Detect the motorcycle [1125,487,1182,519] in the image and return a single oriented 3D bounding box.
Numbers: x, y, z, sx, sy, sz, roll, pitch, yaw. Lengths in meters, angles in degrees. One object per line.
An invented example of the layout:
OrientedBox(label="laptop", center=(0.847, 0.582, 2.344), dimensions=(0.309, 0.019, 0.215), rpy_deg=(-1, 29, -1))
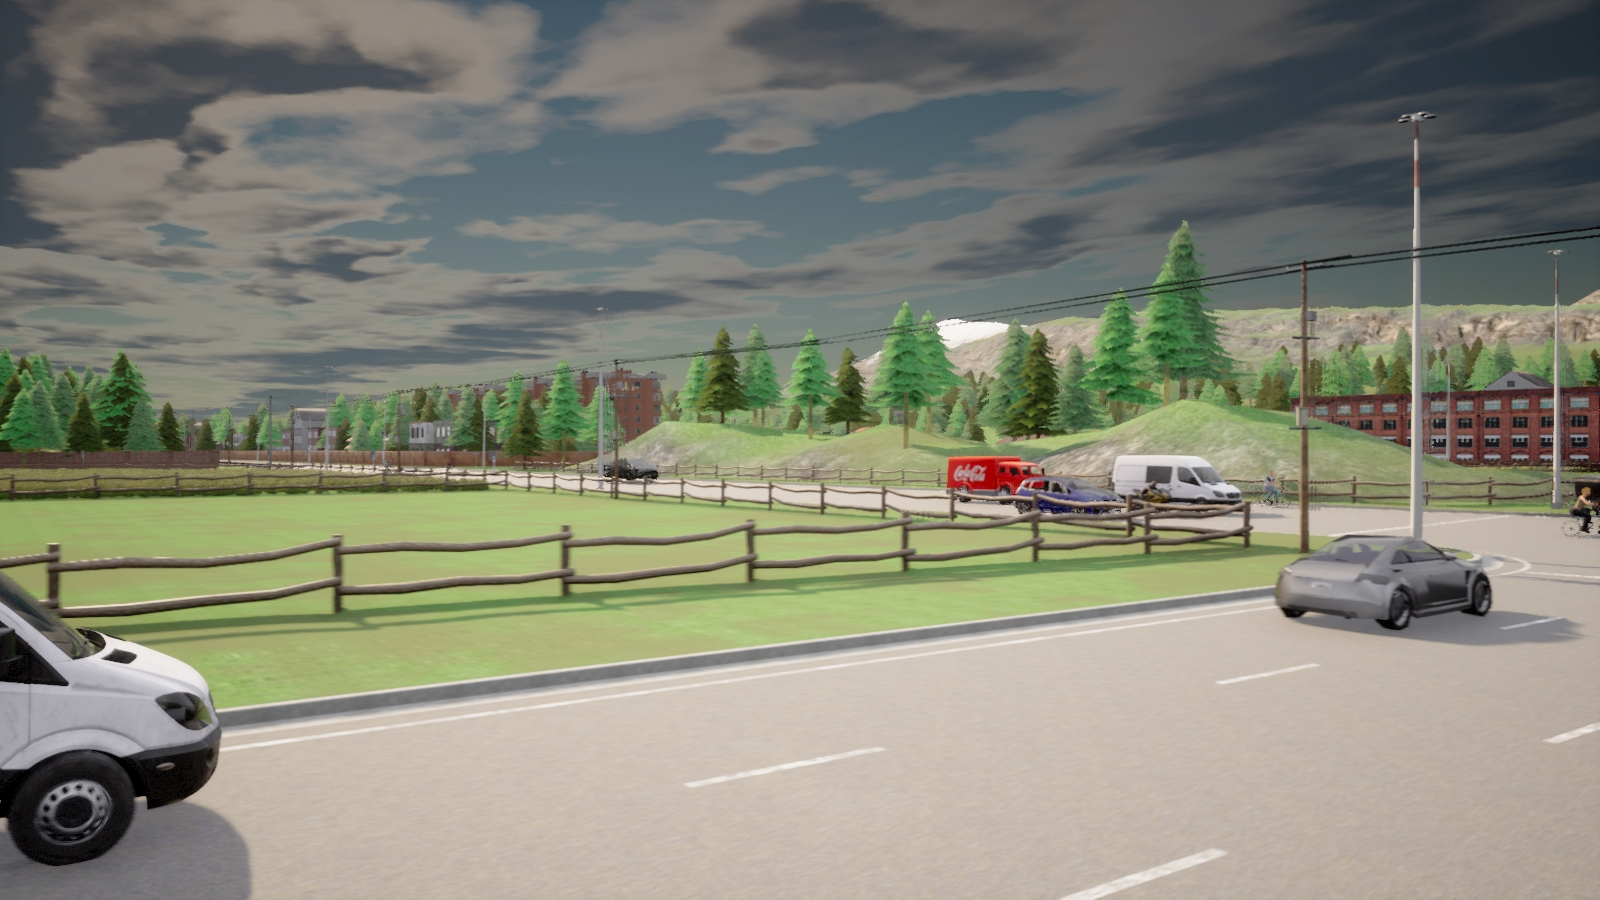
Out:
OrientedBox(label="motorcycle", center=(14.869, 2.205, 48.131), dimensions=(0.867, 1.251, 2.209), rpy_deg=(0, 0, -36))

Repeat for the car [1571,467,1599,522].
OrientedBox(label="car", center=(34.340, 1.754, 44.924), dimensions=(6.274, 2.098, 2.390), rpy_deg=(0, 0, 8))

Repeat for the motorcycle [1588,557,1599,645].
OrientedBox(label="motorcycle", center=(12.646, 2.205, 16.967), dimensions=(2.209, 1.251, 0.867), rpy_deg=(0, 0, -36))

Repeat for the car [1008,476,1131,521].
OrientedBox(label="car", center=(11.105, 1.967, 47.372), dimensions=(2.242, 1.667, 4.611), rpy_deg=(0, 0, -36))

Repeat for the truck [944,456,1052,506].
OrientedBox(label="truck", center=(10.343, 1.569, 60.127), dimensions=(2.627, 2.467, 5.204), rpy_deg=(0, 0, -38))

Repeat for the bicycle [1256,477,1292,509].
OrientedBox(label="bicycle", center=(22.824, 2.056, 55.057), dimensions=(0.373, 1.496, 1.643), rpy_deg=(0, 0, -36))

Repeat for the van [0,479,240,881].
OrientedBox(label="van", center=(-7.054, 1.534, 7.403), dimensions=(5.915, 2.561, 1.988), rpy_deg=(0, 0, -35))

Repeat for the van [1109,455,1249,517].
OrientedBox(label="van", center=(16.910, 1.535, 51.281), dimensions=(1.988, 2.561, 5.915), rpy_deg=(0, 0, -36))

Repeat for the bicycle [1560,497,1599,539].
OrientedBox(label="bicycle", center=(25.172, 2.158, 36.448), dimensions=(1.487, 1.276, 0.859), rpy_deg=(0, -1, 31))

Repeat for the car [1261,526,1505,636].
OrientedBox(label="car", center=(9.889, 2.119, 19.284), dimensions=(4.181, 1.385, 1.994), rpy_deg=(0, 0, -36))
